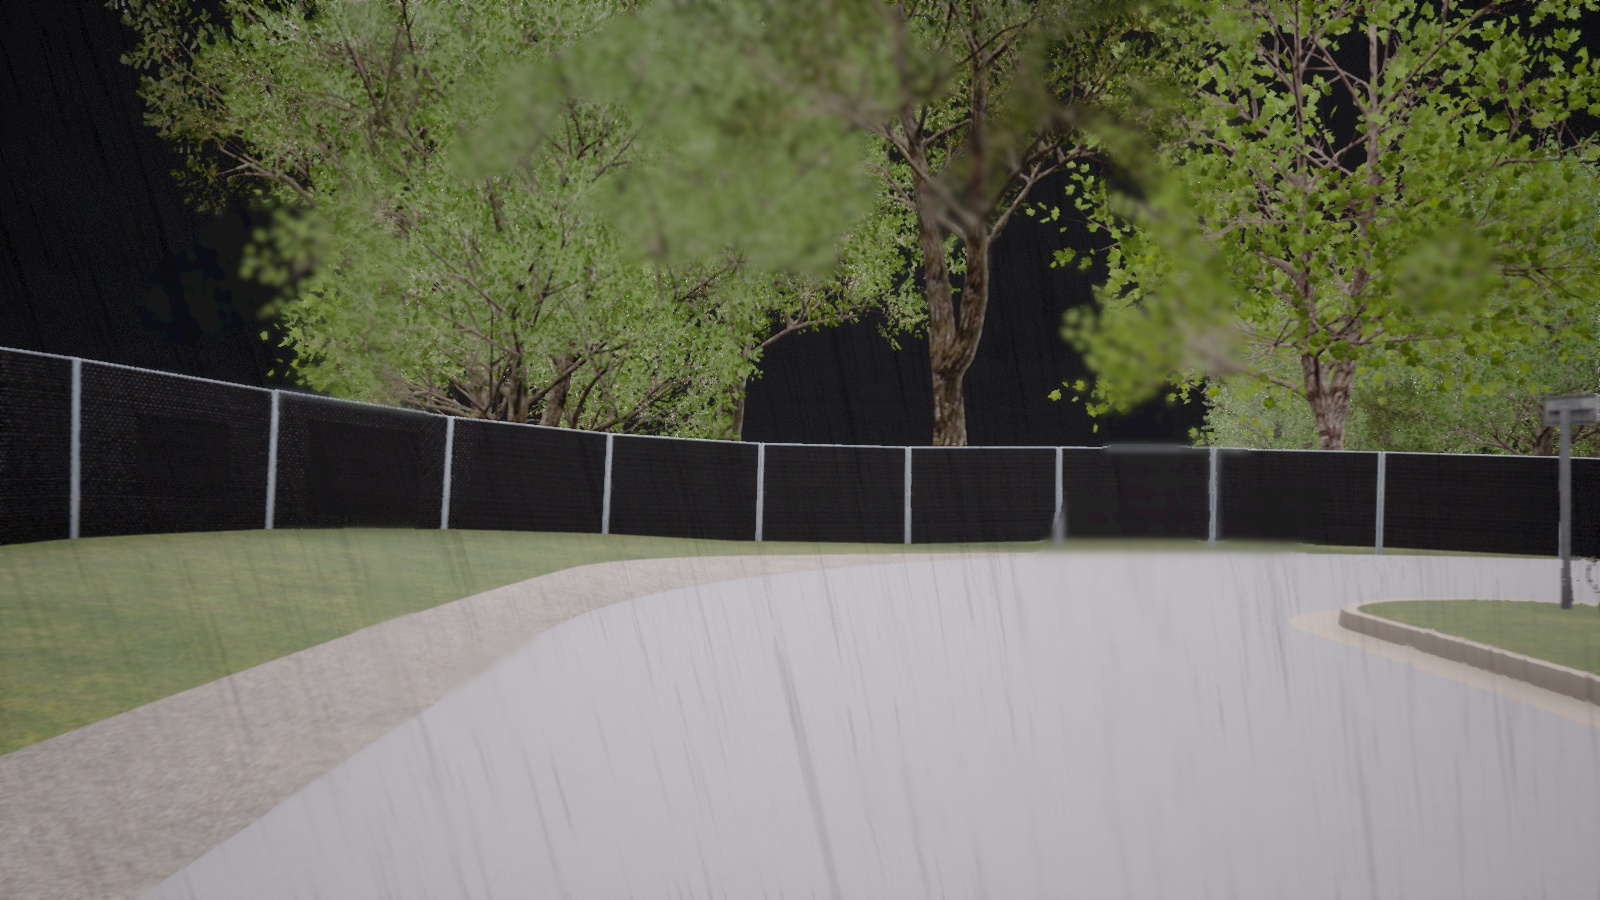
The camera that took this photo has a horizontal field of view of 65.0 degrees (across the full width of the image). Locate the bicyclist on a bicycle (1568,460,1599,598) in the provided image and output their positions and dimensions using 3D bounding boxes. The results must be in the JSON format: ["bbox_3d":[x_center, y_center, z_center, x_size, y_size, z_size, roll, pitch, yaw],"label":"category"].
[{"bbox_3d":[10.137,0.946,14.896,1.656,1.620,0.582,0,5,41],"label":"bicyclist on a bicycle"}]
